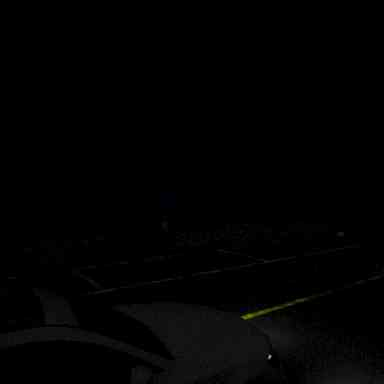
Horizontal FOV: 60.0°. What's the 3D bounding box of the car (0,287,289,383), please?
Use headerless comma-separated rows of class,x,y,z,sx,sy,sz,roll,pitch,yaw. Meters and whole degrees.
car,-1.289,1.525,2.515,4.674,1.442,1.812,0,0,-36

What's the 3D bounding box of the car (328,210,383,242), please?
car,8.602,1.566,16.530,4.313,1.339,1.947,0,0,-36
